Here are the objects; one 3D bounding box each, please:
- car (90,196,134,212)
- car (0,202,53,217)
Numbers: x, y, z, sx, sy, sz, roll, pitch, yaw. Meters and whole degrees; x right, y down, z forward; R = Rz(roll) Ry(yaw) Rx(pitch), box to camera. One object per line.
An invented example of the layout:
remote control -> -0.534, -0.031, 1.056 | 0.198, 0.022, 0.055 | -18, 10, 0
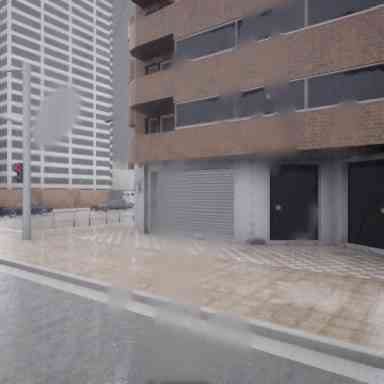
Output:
car -> -9.423, 1.547, 39.464 | 2.033, 1.411, 5.357 | 0, 0, 36
car -> -15.582, 1.601, 31.009 | 1.895, 1.301, 4.718 | 0, 0, 36
